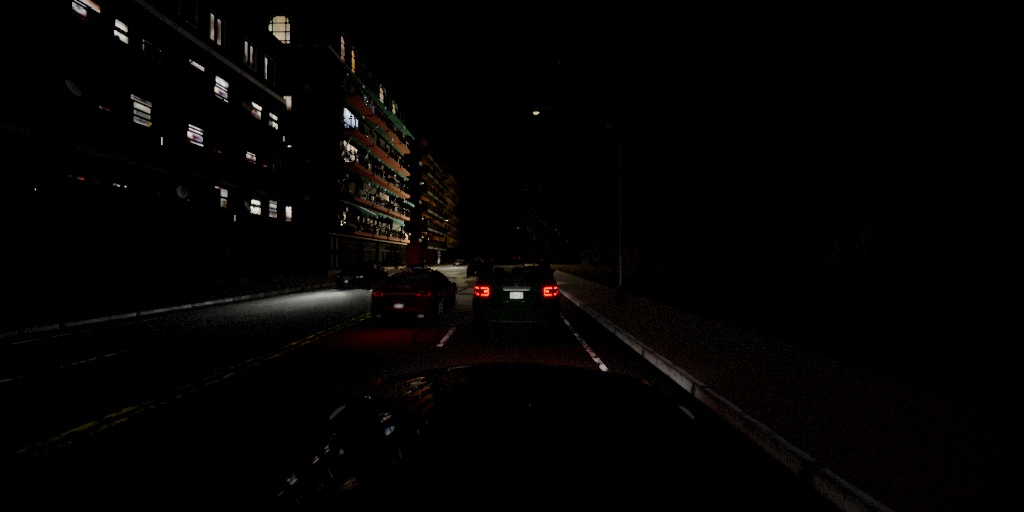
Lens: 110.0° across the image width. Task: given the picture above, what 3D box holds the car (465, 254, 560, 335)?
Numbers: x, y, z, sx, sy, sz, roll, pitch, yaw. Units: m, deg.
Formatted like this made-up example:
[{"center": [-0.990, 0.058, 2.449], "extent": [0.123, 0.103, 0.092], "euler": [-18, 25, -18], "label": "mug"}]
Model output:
[{"center": [0.116, 0.973, 10.693], "extent": [2.150, 2.045, 5.566], "euler": [0, 0, 0], "label": "car"}]

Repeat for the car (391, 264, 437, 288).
[{"center": [-6.544, 1.316, 24.404], "extent": [1.994, 1.385, 4.181], "euler": [0, 0, 0], "label": "car"}]

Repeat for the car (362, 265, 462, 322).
[{"center": [-3.125, 1.229, 12.376], "extent": [1.882, 1.535, 5.008], "euler": [0, 0, 0], "label": "car"}]

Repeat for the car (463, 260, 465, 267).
[{"center": [-3.072, 1.229, 33.448], "extent": [1.882, 1.535, 5.008], "euler": [0, 0, 0], "label": "car"}]

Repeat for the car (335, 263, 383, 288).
[{"center": [-9.795, 1.243, 23.681], "extent": [2.128, 1.511, 4.902], "euler": [0, 0, 0], "label": "car"}]
